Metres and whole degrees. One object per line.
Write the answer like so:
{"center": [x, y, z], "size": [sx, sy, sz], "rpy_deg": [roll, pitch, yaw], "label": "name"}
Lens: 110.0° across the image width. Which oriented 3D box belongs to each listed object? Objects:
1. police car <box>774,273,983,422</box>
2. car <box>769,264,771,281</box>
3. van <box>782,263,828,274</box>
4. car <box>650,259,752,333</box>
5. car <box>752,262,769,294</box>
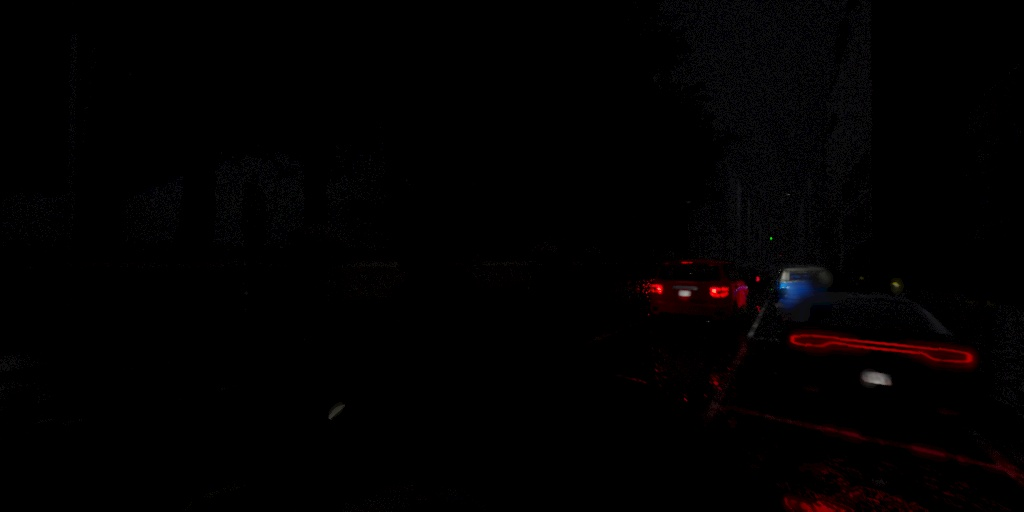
{"center": [5.881, 1.272, 6.290], "size": [1.930, 1.638, 5.238], "rpy_deg": [0, -1, 37], "label": "police car"}
{"center": [24.425, 1.835, 35.627], "size": [1.812, 1.442, 4.674], "rpy_deg": [0, -1, 38], "label": "car"}
{"center": [12.492, 1.340, 15.367], "size": [1.690, 1.789, 3.998], "rpy_deg": [0, 0, 37], "label": "van"}
{"center": [6.334, 1.138, 11.863], "size": [2.150, 2.045, 5.566], "rpy_deg": [0, -1, 38], "label": "car"}
{"center": [15.718, 1.475, 24.108], "size": [2.097, 1.767, 4.553], "rpy_deg": [0, -1, 37], "label": "car"}
